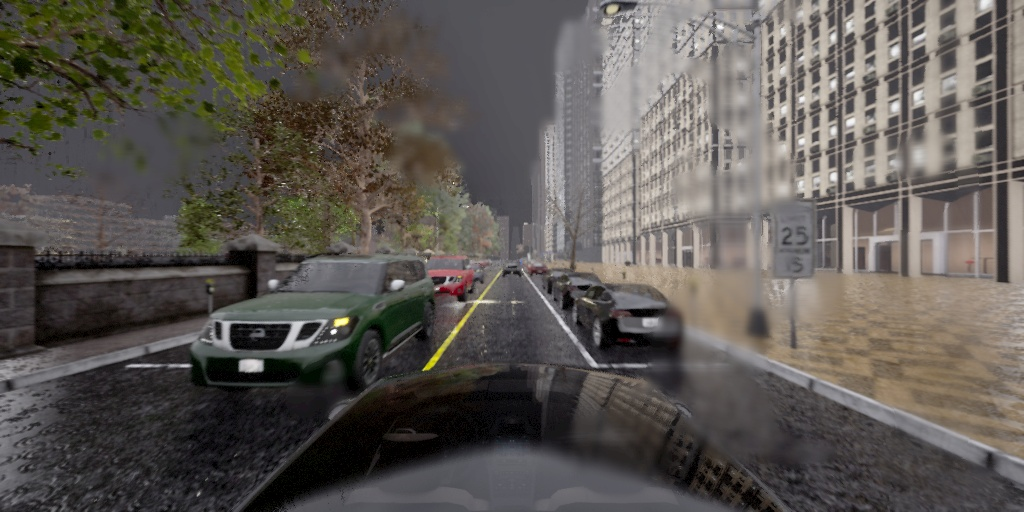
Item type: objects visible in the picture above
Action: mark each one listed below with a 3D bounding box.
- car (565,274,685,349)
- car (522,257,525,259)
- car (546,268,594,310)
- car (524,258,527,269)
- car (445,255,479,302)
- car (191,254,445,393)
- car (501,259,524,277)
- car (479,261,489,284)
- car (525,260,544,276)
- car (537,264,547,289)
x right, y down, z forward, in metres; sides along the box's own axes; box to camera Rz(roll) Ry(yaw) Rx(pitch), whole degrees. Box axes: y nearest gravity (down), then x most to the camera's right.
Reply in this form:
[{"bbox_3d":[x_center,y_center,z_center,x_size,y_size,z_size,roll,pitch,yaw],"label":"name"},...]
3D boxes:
[{"bbox_3d":[2.690,1.322,8.993,1.948,1.339,4.313,0,0,0],"label":"car"},{"bbox_3d":[2.696,1.250,48.419,1.967,1.591,4.097,0,0,0],"label":"car"},{"bbox_3d":[2.691,1.328,14.626,1.948,1.339,4.313,0,0,0],"label":"car"},{"bbox_3d":[2.695,1.240,42.787,1.967,1.591,4.097,0,0,0],"label":"car"},{"bbox_3d":[-3.098,0.986,17.471,2.150,2.045,5.566,0,0,0],"label":"car"},{"bbox_3d":[-3.070,0.976,7.101,2.150,2.045,5.566,0,0,2],"label":"car"},{"bbox_3d":[0.004,1.295,35.981,1.837,1.490,4.892,0,0,0],"label":"car"},{"bbox_3d":[-3.095,1.341,27.570,1.994,1.385,4.181,0,0,-1],"label":"car"},{"bbox_3d":[2.695,1.336,37.156,1.888,1.381,4.507,0,0,0],"label":"car"},{"bbox_3d":[2.692,1.334,20.258,1.948,1.339,4.313,0,0,0],"label":"car"}]
